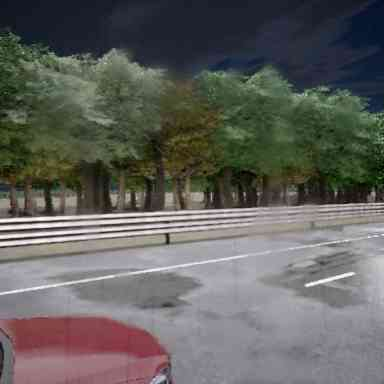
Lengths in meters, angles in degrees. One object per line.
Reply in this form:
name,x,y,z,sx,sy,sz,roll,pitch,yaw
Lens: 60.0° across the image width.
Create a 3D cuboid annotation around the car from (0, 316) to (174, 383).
car,-2.283,1.525,2.114,4.674,1.442,1.812,0,0,-36
